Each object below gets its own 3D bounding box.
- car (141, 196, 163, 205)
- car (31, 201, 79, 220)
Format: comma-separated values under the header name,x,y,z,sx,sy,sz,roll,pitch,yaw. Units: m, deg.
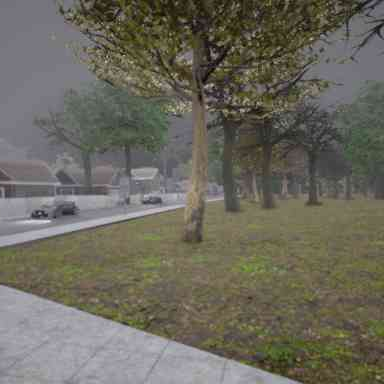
name,x,y,z,sx,sy,sz,roll,pitch,yaw
car,-5.805,1.235,49.479,2.033,1.411,5.357,-1,0,13
car,-10.802,1.390,26.504,1.994,1.385,4.181,-1,0,13
